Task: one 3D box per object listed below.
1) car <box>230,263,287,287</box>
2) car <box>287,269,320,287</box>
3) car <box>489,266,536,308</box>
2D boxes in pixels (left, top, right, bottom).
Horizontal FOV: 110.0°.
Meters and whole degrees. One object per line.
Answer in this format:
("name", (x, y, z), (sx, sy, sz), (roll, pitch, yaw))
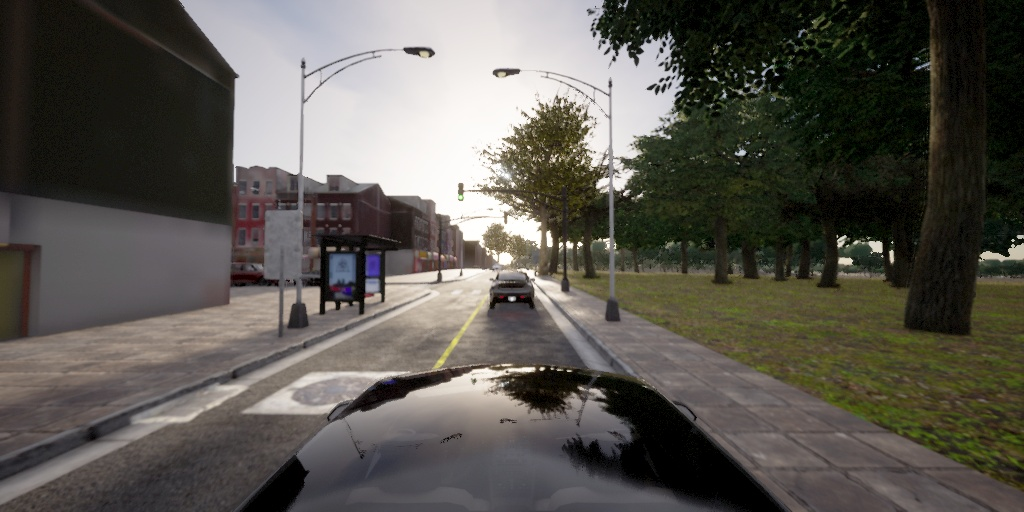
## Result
("car", (-19.015, 1.402, 26.123), (5.009, 1.841, 2.192), (0, 0, 0))
("car", (-13.486, 1.621, 26.154), (4.313, 1.339, 1.948), (0, 0, 0))
("car", (0.007, 1.400, 16.176), (1.837, 1.490, 4.892), (0, 0, 0))
